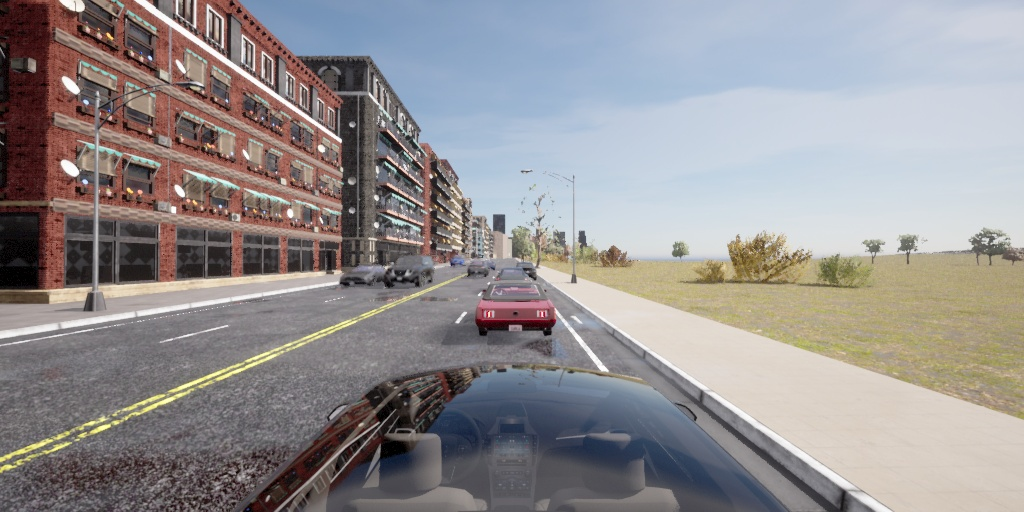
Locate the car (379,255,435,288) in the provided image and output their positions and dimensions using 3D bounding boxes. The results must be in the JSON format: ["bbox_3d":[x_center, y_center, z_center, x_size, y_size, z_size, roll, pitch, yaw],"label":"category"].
[{"bbox_3d":[-6.657,0.976,23.951,2.150,2.045,5.566,0,0,0],"label":"car"}]

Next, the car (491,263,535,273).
[{"bbox_3d":[0.044,1.318,20.409,1.994,1.385,4.181,0,0,0],"label":"car"}]

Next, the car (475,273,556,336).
[{"bbox_3d":[0.079,1.353,10.379,1.895,1.301,4.718,0,0,0],"label":"car"}]

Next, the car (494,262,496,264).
[{"bbox_3d":[-3.280,1.320,51.060,1.994,1.385,4.181,0,0,0],"label":"car"}]

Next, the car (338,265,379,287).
[{"bbox_3d":[-9.908,1.302,24.824,2.033,1.411,5.357,0,0,0],"label":"car"}]

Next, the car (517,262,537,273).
[{"bbox_3d":[1.063,1.261,30.403,1.837,1.490,4.892,0,0,0],"label":"car"}]

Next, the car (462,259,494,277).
[{"bbox_3d":[-3.237,1.246,35.105,2.128,1.511,4.902,0,0,0],"label":"car"}]
